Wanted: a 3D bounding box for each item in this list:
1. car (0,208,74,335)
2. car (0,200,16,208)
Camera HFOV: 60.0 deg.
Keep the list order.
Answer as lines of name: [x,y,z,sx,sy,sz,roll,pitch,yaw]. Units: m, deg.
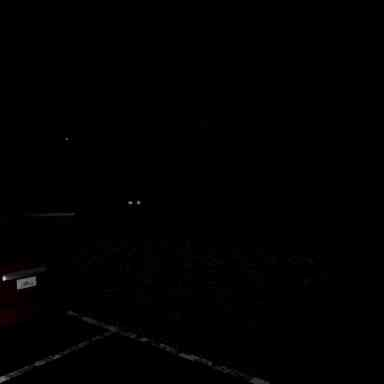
car: [-4.171,1.316,5.927,5.009,1.841,2.192,0,-1,36]
car: [-18.271,1.503,29.784,2.097,1.767,4.553,-1,-1,37]
